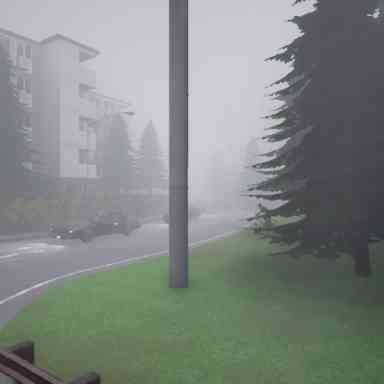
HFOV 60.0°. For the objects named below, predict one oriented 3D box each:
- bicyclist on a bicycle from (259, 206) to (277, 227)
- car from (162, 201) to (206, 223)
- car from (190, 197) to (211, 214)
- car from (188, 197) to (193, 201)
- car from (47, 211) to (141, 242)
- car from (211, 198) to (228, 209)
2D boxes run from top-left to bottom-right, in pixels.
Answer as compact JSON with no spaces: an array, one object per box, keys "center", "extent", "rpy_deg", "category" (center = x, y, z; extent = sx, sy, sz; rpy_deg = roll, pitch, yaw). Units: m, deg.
[{"center":[4.322,1.501,20.228],"extent":[1.656,1.620,0.582],"rpy_deg":[-3,1,23],"category":"bicyclist on a bicycle"},{"center":[-0.716,1.728,27.615],"extent":[2.033,1.411,5.357],"rpy_deg":[0,0,17],"category":"car"},{"center":[0.970,1.688,37.742],"extent":[1.837,1.490,4.892],"rpy_deg":[0,0,2],"category":"car"},{"center":[0.170,1.677,57.574],"extent":[2.128,1.511,4.902],"rpy_deg":[0,0,-33],"category":"car"},{"center":[-4.962,1.728,17.920],"extent":[2.033,1.411,5.357],"rpy_deg":[0,0,29],"category":"car"},{"center":[3.797,1.688,48.084],"extent":[1.837,1.490,4.892],"rpy_deg":[0,0,-13],"category":"car"}]
